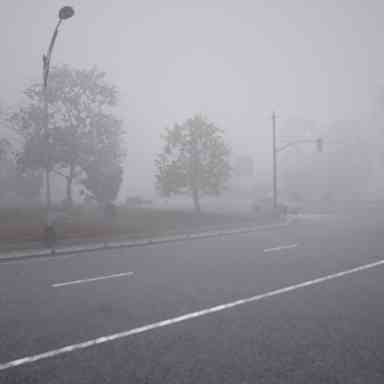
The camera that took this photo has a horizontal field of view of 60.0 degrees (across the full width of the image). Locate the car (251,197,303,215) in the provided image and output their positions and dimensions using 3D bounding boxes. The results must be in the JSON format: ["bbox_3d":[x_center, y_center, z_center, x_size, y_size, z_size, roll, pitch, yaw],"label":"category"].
[{"bbox_3d":[7.115,1.146,28.273,1.812,1.442,4.674,-2,2,-36],"label":"car"}]

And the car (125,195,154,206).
[{"bbox_3d":[-7.507,1.178,46.919,2.033,1.411,5.357,-2,1,-39],"label":"car"}]
